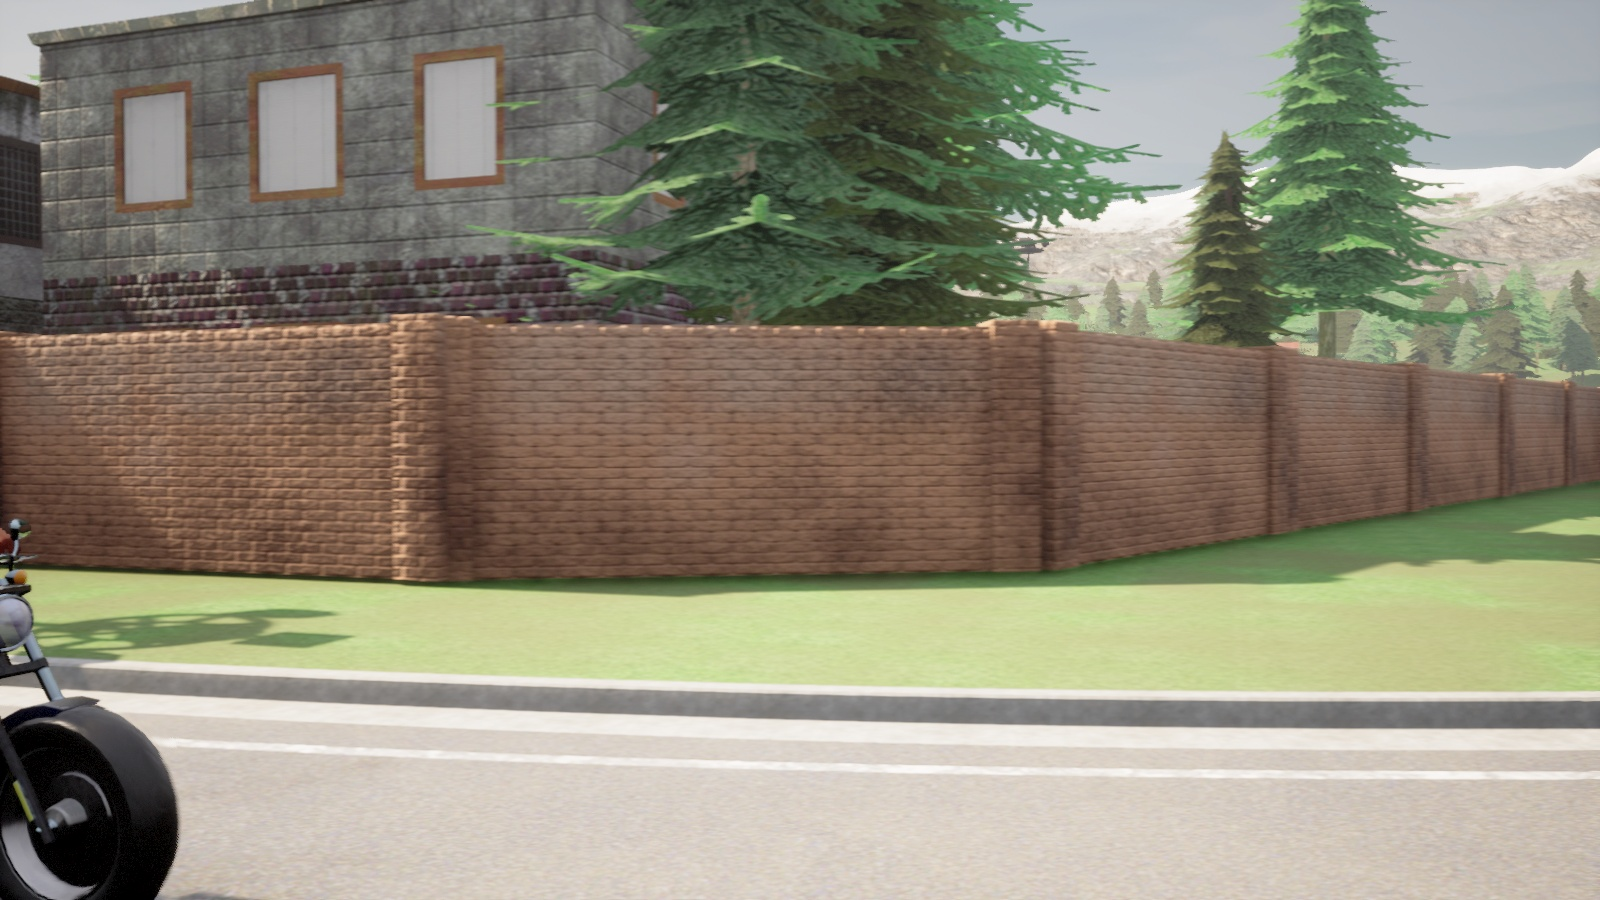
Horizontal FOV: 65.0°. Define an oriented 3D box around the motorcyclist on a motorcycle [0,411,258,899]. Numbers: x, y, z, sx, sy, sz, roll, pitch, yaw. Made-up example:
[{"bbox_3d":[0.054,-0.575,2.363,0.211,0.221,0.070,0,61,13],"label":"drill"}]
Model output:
[{"bbox_3d":[-3.052,0.698,4.219,2.350,1.649,0.766,1,1,19],"label":"motorcyclist on a motorcycle"}]
